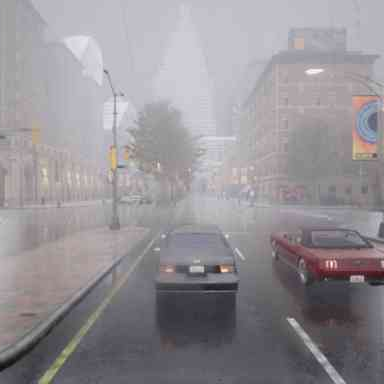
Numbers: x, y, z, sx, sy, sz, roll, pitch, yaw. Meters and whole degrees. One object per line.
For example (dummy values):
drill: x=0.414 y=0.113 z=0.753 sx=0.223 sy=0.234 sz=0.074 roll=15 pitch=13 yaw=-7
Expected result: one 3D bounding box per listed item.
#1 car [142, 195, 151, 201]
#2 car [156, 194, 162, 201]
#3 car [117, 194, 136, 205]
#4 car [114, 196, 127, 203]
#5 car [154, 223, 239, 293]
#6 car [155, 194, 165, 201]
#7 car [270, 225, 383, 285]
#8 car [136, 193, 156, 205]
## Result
car: x=-11.598 y=1.518 z=85.014 sx=1.812 sy=1.442 sz=4.674 roll=0 pitch=0 yaw=0
car: x=-8.081 y=1.519 z=70.328 sx=1.812 sy=1.442 sz=4.674 roll=0 pitch=0 yaw=0
car: x=-11.624 y=1.522 z=58.937 sx=1.812 sy=1.442 sz=4.674 roll=0 pitch=0 yaw=0
car: x=-14.829 y=1.590 z=69.203 sx=1.895 sy=1.301 sz=4.718 roll=0 pitch=0 yaw=0
car: x=0.091 y=1.547 z=8.958 sx=2.033 sy=1.411 sz=5.357 roll=0 pitch=0 yaw=0
car: x=-8.097 y=1.349 z=84.633 sx=2.097 sy=1.767 sz=4.553 roll=0 pitch=0 yaw=0
car: x=3.590 y=1.600 z=9.442 sx=1.895 sy=1.301 sz=4.718 roll=0 pitch=0 yaw=0
car: x=-8.125 y=1.487 z=59.227 sx=2.128 sy=1.511 sz=4.902 roll=0 pitch=0 yaw=0
